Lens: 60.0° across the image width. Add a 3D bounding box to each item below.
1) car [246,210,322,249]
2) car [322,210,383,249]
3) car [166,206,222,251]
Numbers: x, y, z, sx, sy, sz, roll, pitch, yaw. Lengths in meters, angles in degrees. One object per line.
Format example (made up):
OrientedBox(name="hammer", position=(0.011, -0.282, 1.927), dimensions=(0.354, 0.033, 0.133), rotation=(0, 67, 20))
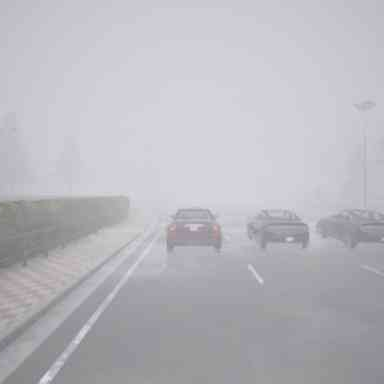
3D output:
OrientedBox(name="car", position=(3.586, 1.515, 14.588), dimensions=(2.128, 1.511, 4.902), rotation=(0, 0, 0))
OrientedBox(name="car", position=(7.086, 1.515, 14.590), dimensions=(2.128, 1.511, 4.902), rotation=(0, 0, 0))
OrientedBox(name="car", position=(0.084, 1.375, 14.335), dimensions=(2.097, 1.767, 4.553), rotation=(0, 0, 0))
